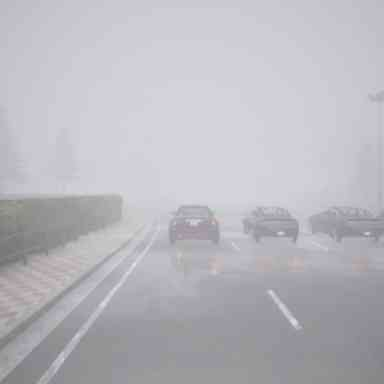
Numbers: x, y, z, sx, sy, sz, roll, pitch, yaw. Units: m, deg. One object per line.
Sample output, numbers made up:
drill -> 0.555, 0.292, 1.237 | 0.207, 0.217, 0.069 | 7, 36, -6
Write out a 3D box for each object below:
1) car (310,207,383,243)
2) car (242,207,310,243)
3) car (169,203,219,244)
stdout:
car -> 7.089, 1.446, 15.846 | 2.128, 1.511, 4.902 | 0, 0, 0
car -> 3.589, 1.446, 15.843 | 2.128, 1.511, 4.902 | 0, 0, 0
car -> 0.085, 1.307, 15.582 | 2.097, 1.767, 4.553 | 0, 0, 0
